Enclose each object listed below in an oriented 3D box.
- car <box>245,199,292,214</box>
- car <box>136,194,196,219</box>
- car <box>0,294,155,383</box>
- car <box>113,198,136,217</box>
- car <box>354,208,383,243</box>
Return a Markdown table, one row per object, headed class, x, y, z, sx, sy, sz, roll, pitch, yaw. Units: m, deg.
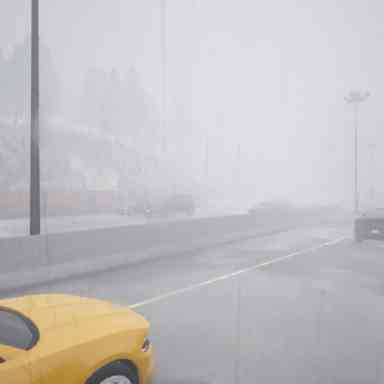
| class | x | y | z | sx | sy | sz | roll | pitch | yaw |
| --- | --- | --- | --- | --- | --- | --- | --- | --- | --- |
| car | 6.702 | 1.547 | 29.535 | 2.033 | 1.411 | 5.357 | 0 | 0 | 37 |
| car | -1.956 | 1.222 | 29.852 | 2.150 | 2.045 | 5.566 | 0 | 0 | 39 |
| car | -2.493 | 1.478 | 2.335 | 1.882 | 1.535 | 5.008 | 0 | 0 | 42 |
| car | -5.244 | 1.353 | 31.405 | 2.097 | 1.767 | 4.553 | 0 | 0 | 39 |
| car | 9.035 | 1.477 | 15.390 | 1.882 | 1.535 | 5.008 | 0 | 0 | 40 |
